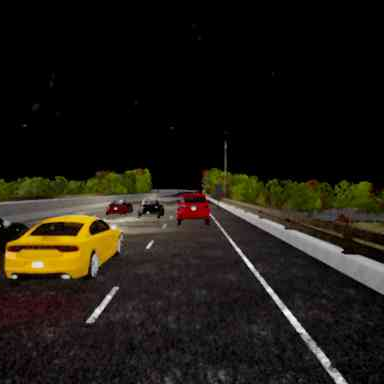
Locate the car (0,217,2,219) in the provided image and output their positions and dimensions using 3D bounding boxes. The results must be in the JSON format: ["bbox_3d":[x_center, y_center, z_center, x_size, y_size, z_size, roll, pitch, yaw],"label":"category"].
[{"bbox_3d":[-6.897,1.315,10.300,2.097,1.767,4.553,0,0,0],"label":"car"}]

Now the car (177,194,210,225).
[{"bbox_3d":[0.107,1.137,23.634,2.150,2.045,5.566,0,0,0],"label":"car"}]

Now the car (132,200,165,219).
[{"bbox_3d":[-3.393,1.391,28.302,2.128,1.511,4.902,0,0,0],"label":"car"}]

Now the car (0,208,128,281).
[{"bbox_3d":[-3.396,1.443,9.791,1.882,1.535,5.008,0,0,0],"label":"car"}]

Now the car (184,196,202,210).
[{"bbox_3d":[0.111,1.341,42.070,2.128,1.511,4.902,0,0,0],"label":"car"}]

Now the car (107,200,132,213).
[{"bbox_3d":[-6.892,1.450,32.065,1.994,1.385,4.181,0,0,0],"label":"car"}]
